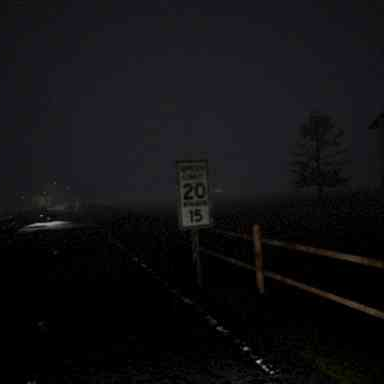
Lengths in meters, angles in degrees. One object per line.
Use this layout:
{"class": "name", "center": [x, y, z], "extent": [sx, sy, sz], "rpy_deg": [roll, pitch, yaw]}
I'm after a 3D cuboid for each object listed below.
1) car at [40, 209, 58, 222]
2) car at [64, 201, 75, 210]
{"class": "car", "center": [-17.146, 2.757, 39.938], "extent": [1.895, 1.301, 4.718], "rpy_deg": [-4, 0, -21]}
{"class": "car", "center": [-27.355, 3.345, 74.422], "extent": [1.994, 1.385, 4.181], "rpy_deg": [-4, 0, -21]}
